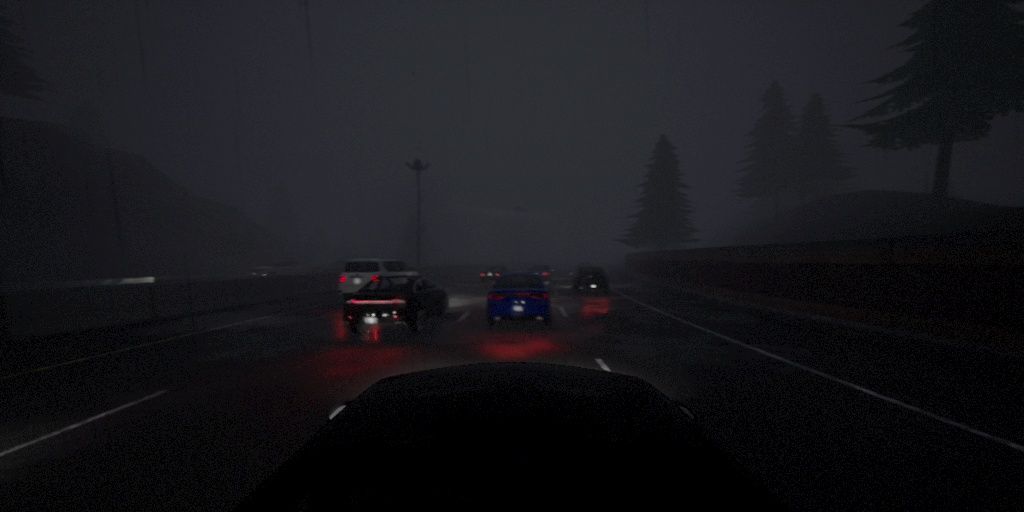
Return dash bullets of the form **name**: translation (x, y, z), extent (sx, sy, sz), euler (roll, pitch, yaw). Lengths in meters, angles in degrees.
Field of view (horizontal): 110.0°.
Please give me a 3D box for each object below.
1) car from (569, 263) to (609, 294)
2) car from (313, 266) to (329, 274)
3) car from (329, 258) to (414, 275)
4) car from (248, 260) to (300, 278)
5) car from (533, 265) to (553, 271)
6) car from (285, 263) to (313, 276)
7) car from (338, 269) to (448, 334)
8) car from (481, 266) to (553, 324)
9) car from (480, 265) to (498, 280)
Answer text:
- **car**: translation (4.535, 1.340, 21.185), extent (1.837, 1.490, 4.892), euler (-1, 0, 6)
- **car**: translation (-17.711, 1.396, 37.836), extent (2.150, 2.045, 5.566), euler (-1, 0, 12)
- **car**: translation (-6.370, 1.143, 17.938), extent (2.150, 2.045, 5.566), euler (-1, 0, 5)
- **car**: translation (-24.815, 1.466, 37.987), extent (2.150, 2.045, 5.566), euler (-1, -1, 11)
- **car**: translation (2.455, 1.468, 30.830), extent (2.033, 1.411, 5.357), euler (-1, 0, 11)
- **car**: translation (-21.121, 1.762, 38.606), extent (2.033, 1.411, 5.357), euler (-1, 0, 12)
- **car**: translation (-3.276, 1.336, 10.975), extent (2.128, 1.511, 4.902), euler (-1, 0, 2)
- **car**: translation (0.269, 1.296, 12.249), extent (1.882, 1.535, 5.008), euler (-1, 0, 2)
- **car**: translation (-1.230, 1.500, 30.118), extent (2.033, 1.411, 5.357), euler (-1, 0, 10)
